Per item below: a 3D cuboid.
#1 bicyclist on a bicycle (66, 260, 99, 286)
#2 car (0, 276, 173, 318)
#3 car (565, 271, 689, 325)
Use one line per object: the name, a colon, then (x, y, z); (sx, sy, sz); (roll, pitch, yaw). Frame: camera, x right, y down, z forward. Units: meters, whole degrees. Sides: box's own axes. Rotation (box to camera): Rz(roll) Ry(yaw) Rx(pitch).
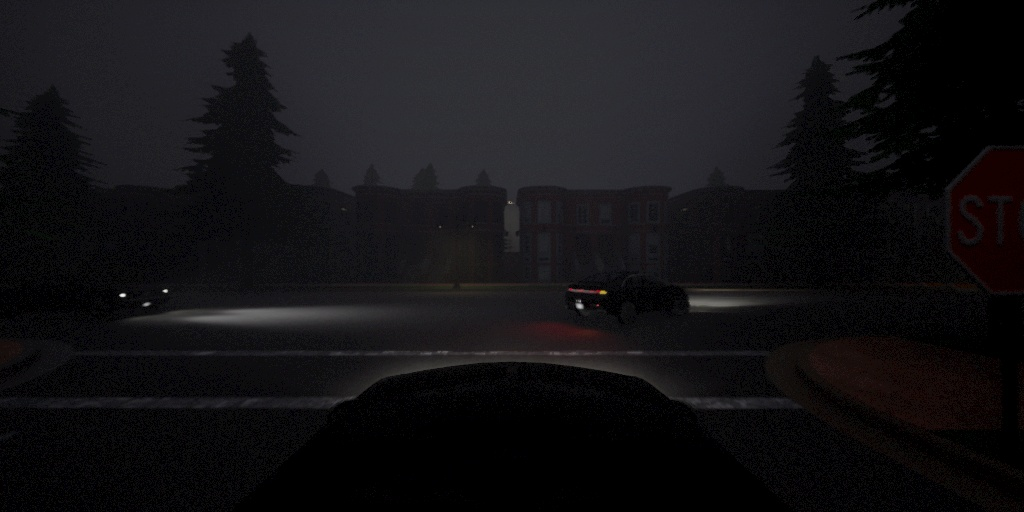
bicyclist on a bicycle: (-25.387, 1.064, 21.199); (0.582, 1.620, 1.656); (0, 0, 0)
car: (-14.724, 1.348, 12.298); (4.718, 1.301, 1.895); (0, 0, 0)
car: (3.917, 1.240, 11.847); (4.902, 1.511, 2.128); (0, -1, -37)
